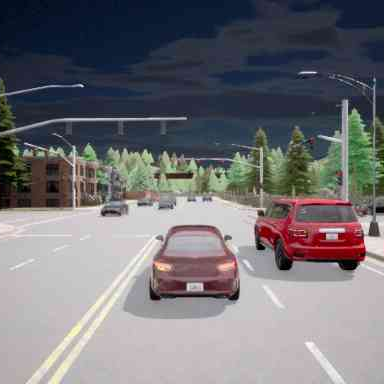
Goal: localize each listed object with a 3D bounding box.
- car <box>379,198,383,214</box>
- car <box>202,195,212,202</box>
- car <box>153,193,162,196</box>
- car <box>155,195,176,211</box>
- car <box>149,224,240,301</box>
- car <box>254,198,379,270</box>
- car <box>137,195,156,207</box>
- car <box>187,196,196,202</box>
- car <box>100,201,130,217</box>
[{"bbox_3d":[18.275,1.352,32.491,4.553,1.767,2.097,0,0,0],"label":"car"},{"bbox_3d":[3.389,1.355,74.389,2.097,1.767,4.553,0,0,0],"label":"car"},{"bbox_3d":[-7.114,1.327,68.731,2.150,2.045,5.566,0,0,0],"label":"car"},{"bbox_3d":[-3.314,1.505,41.590,1.837,1.490,4.892,0,0,-6],"label":"car"},{"bbox_3d":[0.050,1.526,8.227,1.812,1.442,4.674,0,0,0],"label":"car"},{"bbox_3d":[3.558,1.221,11.107,2.150,2.045,5.566,0,0,0],"label":"car"},{"bbox_3d":[-7.179,1.564,50.915,1.994,1.385,4.181,0,0,0],"label":"car"},{"bbox_3d":[-0.119,1.553,74.618,1.994,1.385,4.181,0,0,0],"label":"car"},{"bbox_3d":[-7.153,1.548,31.486,2.033,1.411,5.357,0,0,0],"label":"car"}]
